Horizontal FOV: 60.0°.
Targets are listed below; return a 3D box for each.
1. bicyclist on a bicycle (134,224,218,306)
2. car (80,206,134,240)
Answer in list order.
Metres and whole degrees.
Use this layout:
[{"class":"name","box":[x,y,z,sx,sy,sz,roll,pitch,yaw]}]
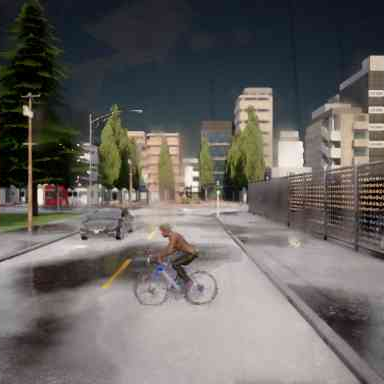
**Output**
[{"class":"bicyclist on a bicycle","box":[-0.331,1.444,6.537,1.656,1.620,0.582,-2,0,0]},{"class":"car","box":[-4.167,1.506,16.939,1.837,1.490,4.892,0,-1,0]}]
